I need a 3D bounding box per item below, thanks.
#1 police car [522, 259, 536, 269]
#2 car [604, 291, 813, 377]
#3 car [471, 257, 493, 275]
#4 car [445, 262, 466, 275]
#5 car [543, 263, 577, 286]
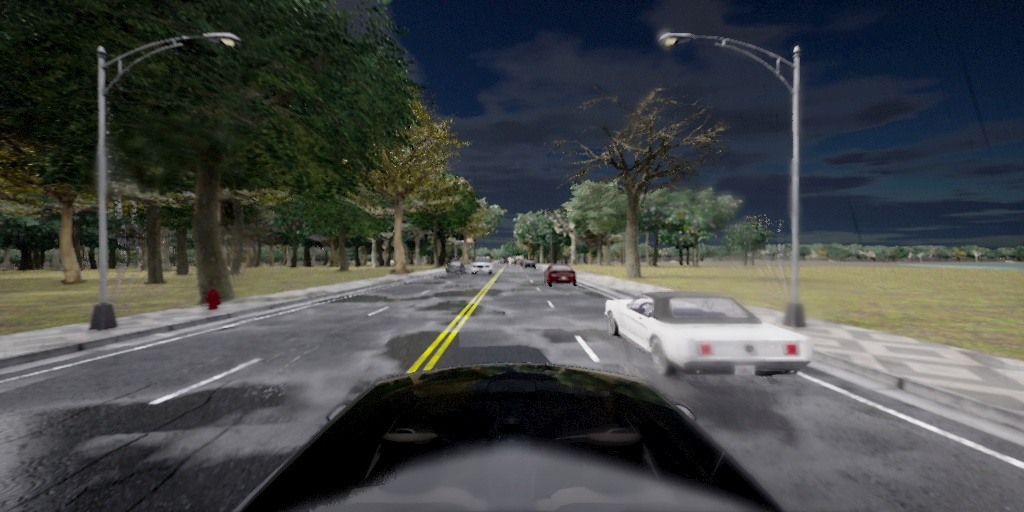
[{"bbox_3d":[3.229,1.429,63.776,1.930,1.638,5.238,0,0,0],"label":"police car"},{"bbox_3d":[3.348,1.358,7.365,1.895,1.301,4.718,0,0,0],"label":"car"},{"bbox_3d":[-3.353,1.091,40.887,2.150,2.045,5.566,0,0,0],"label":"car"},{"bbox_3d":[-6.597,1.404,42.328,1.812,1.442,4.674,0,0,0],"label":"car"},{"bbox_3d":[3.342,1.285,25.576,1.882,1.535,5.008,0,0,0],"label":"car"}]
